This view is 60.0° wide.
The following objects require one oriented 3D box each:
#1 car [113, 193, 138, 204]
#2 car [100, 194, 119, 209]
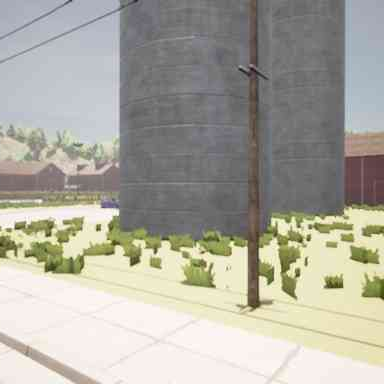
[{"bbox_3d":[-12.220,1.143,60.908,4.605,1.855,1.932,0,0,35],"label":"car"},{"bbox_3d":[-9.433,1.362,41.820,4.611,1.667,2.242,0,0,35],"label":"car"}]
